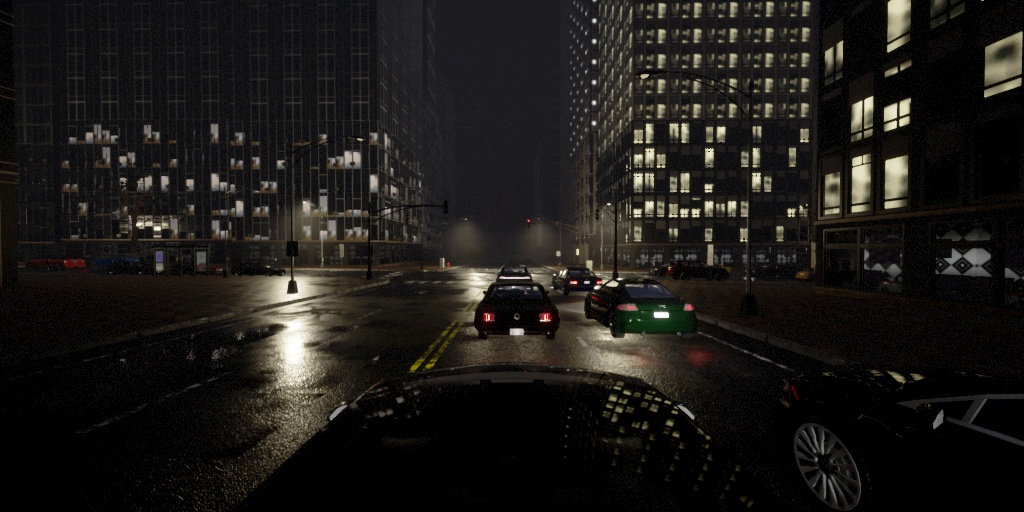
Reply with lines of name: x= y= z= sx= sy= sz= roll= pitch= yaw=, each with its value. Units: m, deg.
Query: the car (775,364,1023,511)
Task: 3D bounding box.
car: x=3.339 y=1.242 z=1.337 sx=2.128 sy=1.511 sz=4.902 roll=0 pitch=0 yaw=0

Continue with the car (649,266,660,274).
car: x=16.493 y=1.426 z=37.303 sx=4.181 sy=1.385 sz=1.994 roll=1 pitch=1 yaw=1

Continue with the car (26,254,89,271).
car: x=-49.097 y=0.623 z=38.596 sx=4.553 sy=1.767 sz=2.097 roll=1 pitch=1 yaw=1

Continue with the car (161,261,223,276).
car: x=-28.372 y=1.138 z=32.258 sx=4.207 sy=1.307 sz=1.802 roll=0 pitch=0 yaw=1

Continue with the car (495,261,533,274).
car: x=0.124 y=1.232 z=19.197 sx=2.128 sy=1.511 sz=4.902 roll=0 pitch=0 yaw=0

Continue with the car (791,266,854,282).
car: x=27.684 y=1.578 z=31.314 sx=4.829 sy=1.417 sz=1.751 roll=0 pitch=0 yaw=1

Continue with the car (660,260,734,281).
car: x=16.236 y=1.269 z=31.529 sx=5.009 sy=1.841 sz=2.192 roll=0 pitch=0 yaw=1

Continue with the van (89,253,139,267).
van: x=-45.230 y=0.605 z=41.118 sx=3.998 sy=1.789 sz=1.690 roll=0 pitch=0 yaw=1

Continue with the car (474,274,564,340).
car: x=0.110 y=1.347 z=9.941 sx=1.895 sy=1.301 sz=4.718 roll=0 pitch=0 yaw=0

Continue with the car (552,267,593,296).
car: x=3.409 y=1.288 z=19.396 sx=2.033 sy=1.411 sz=5.357 roll=0 pitch=0 yaw=-3

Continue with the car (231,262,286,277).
car: x=-22.688 y=1.173 z=32.117 sx=4.313 sy=1.339 sz=1.948 roll=0 pitch=0 yaw=1

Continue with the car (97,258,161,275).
car: x=-34.053 y=1.069 z=32.440 sx=4.313 sy=1.339 sz=1.948 roll=0 pitch=0 yaw=1

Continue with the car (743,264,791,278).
car: x=27.134 y=1.503 z=37.103 sx=5.357 sy=1.411 sz=2.033 roll=0 pitch=1 yaw=1

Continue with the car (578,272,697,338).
car: x=3.369 y=1.310 z=10.167 sx=1.994 sy=1.385 sz=4.181 roll=0 pitch=0 yaw=-1
